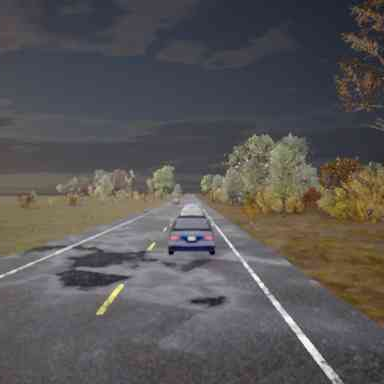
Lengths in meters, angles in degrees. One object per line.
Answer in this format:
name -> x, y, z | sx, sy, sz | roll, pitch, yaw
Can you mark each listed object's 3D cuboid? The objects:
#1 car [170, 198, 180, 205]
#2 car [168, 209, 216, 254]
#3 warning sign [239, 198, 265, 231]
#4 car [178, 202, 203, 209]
car -> -3.574, 2.117, 71.772 | 1.812, 1.442, 4.674 | 0, 0, 0
car -> -0.013, 1.677, 13.989 | 2.033, 1.411, 5.357 | 0, 0, 0
warning sign -> 3.525, 1.295, 19.657 | 1.300, 1.860, 1.060 | 0, -1, 0
car -> -0.024, 1.789, 29.368 | 1.812, 1.442, 4.674 | 0, 0, 0
